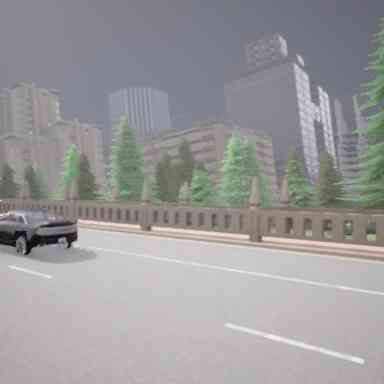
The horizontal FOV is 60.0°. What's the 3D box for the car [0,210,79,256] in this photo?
[{"bbox_3d":[-6.448,1.434,12.889,4.902,1.511,2.128,0,0,35],"label":"car"}]
